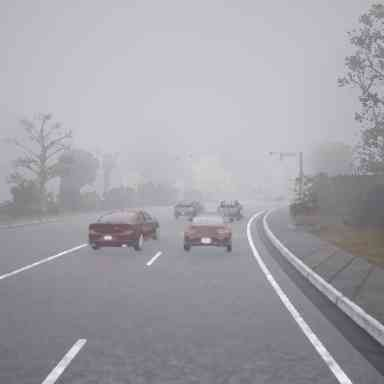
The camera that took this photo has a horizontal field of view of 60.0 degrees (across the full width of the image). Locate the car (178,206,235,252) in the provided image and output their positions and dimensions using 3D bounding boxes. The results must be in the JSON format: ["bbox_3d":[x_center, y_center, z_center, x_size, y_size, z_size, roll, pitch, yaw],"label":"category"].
[{"bbox_3d":[0.756,1.529,13.910,1.812,1.442,4.674,0,0,6],"label":"car"}]

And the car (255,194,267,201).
[{"bbox_3d":[16.744,1.304,78.146,2.097,1.767,4.553,0,0,39],"label":"car"}]

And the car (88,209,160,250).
[{"bbox_3d":[-2.722,1.478,14.303,1.882,1.535,5.008,0,0,6],"label":"car"}]

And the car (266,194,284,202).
[{"bbox_3d":[19.391,1.524,75.856,1.994,1.385,4.181,0,0,39],"label":"car"}]

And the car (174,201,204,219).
[{"bbox_3d":[-0.124,1.487,28.837,2.128,1.511,4.902,0,0,14],"label":"car"}]

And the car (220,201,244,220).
[{"bbox_3d":[3.274,1.493,28.002,2.128,1.511,4.902,0,0,14],"label":"car"}]
